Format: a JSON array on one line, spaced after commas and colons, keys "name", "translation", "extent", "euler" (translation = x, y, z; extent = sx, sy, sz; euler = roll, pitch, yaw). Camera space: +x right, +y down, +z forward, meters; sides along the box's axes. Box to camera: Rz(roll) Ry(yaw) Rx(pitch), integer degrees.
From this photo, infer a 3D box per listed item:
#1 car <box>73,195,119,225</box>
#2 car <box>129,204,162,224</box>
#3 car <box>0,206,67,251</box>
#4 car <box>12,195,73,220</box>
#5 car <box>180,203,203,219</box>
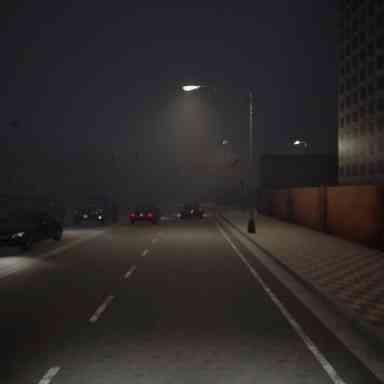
[{"name": "car", "translation": [-7.046, 1.275, 24.884], "extent": [2.150, 2.045, 5.566], "euler": [0, 0, 1]}, {"name": "car", "translation": [-3.406, 1.601, 25.026], "extent": [2.033, 1.411, 5.357], "euler": [0, 0, 0]}, {"name": "car", "translation": [-7.092, 1.557, 14.357], "extent": [1.812, 1.442, 4.674], "euler": [0, 0, 0]}, {"name": "car", "translation": [-10.560, 1.271, 23.042], "extent": [2.150, 2.045, 5.566], "euler": [0, 0, 0]}, {"name": "car", "translation": [-0.004, 1.627, 29.650], "extent": [1.994, 1.385, 4.181], "euler": [0, 0, 0]}]
